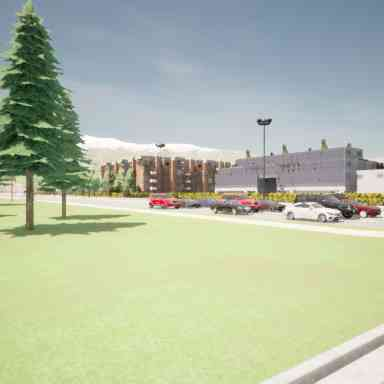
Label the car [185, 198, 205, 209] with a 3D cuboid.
[{"bbox_3d":[-0.929,1.547,45.940,2.033,1.411,5.357,0,0,-36],"label":"car"}]

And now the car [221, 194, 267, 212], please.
[{"bbox_3d":[5.257,1.221,37.451,2.150,2.045,5.566,0,0,-36],"label":"car"}]

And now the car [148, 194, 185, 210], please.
[{"bbox_3d":[-3.681,1.223,43.783,2.150,2.045,5.566,0,0,-36],"label":"car"}]

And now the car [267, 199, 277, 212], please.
[{"bbox_3d":[8.518,1.547,38.914,2.033,1.411,5.357,0,0,-36],"label":"car"}]

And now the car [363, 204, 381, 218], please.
[{"bbox_3d":[14.605,1.478,30.598,1.882,1.535,5.008,0,0,-36],"label":"car"}]

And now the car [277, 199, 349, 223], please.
[{"bbox_3d":[9.319,1.526,26.006,1.812,1.442,4.674,0,0,-35],"label":"car"}]

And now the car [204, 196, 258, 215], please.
[{"bbox_3d":[3.832,1.492,33.467,2.128,1.511,4.902,0,0,-36],"label":"car"}]

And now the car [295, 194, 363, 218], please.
[{"bbox_3d":[11.415,1.221,29.029,2.150,2.045,5.566,0,0,-36],"label":"car"}]

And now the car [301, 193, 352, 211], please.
[{"bbox_3d":[16.689,1.222,41.629,2.150,2.045,5.566,0,0,-36],"label":"car"}]

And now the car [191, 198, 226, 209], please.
[{"bbox_3d":[2.296,1.547,47.458,2.033,1.411,5.357,0,0,-36],"label":"car"}]
